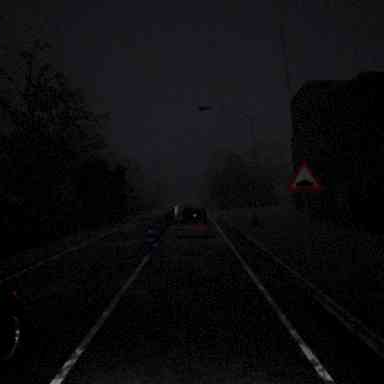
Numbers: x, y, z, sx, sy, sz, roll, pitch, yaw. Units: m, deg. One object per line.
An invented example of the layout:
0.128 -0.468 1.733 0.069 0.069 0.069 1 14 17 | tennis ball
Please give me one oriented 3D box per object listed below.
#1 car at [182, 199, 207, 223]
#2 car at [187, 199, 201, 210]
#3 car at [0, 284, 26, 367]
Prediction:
0.210 1.588 26.938 1.882 1.535 5.008 0 0 0 | car
0.294 1.715 46.078 1.812 1.442 4.674 0 0 0 | car
-3.334 1.573 2.979 1.994 1.385 4.181 0 0 0 | car
